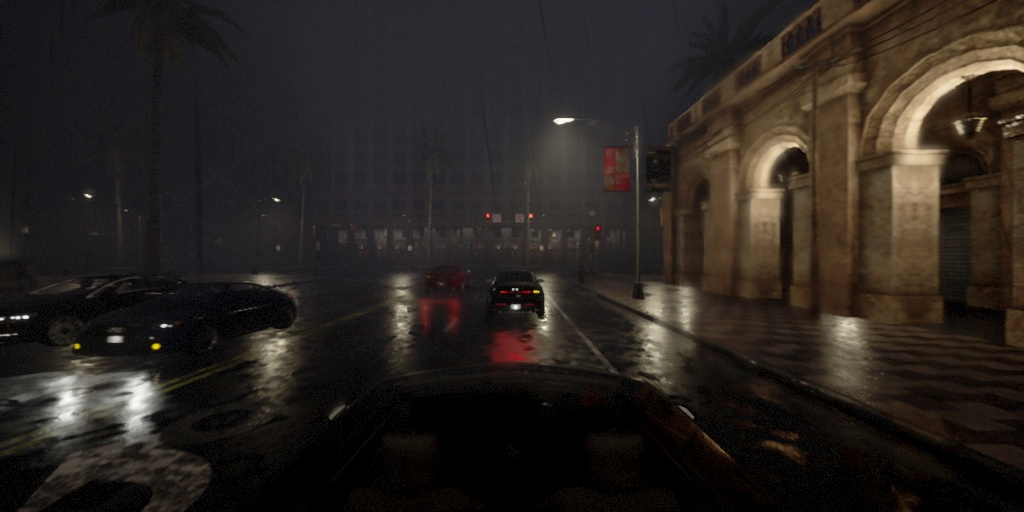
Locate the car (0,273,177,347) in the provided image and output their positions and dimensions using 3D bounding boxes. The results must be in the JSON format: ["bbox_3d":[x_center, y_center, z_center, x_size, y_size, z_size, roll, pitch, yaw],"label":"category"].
[{"bbox_3d":[-10.582,1.226,9.290,2.128,1.511,4.902,0,0,0],"label":"car"}]

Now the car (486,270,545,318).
[{"bbox_3d":[0.109,1.236,12.880,1.837,1.490,4.892,0,0,0],"label":"car"}]

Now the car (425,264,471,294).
[{"bbox_3d":[-3.422,1.197,19.957,1.882,1.535,5.008,0,0,0],"label":"car"}]

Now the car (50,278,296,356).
[{"bbox_3d":[-7.084,1.302,8.399,1.994,1.385,4.181,0,0,0],"label":"car"}]
